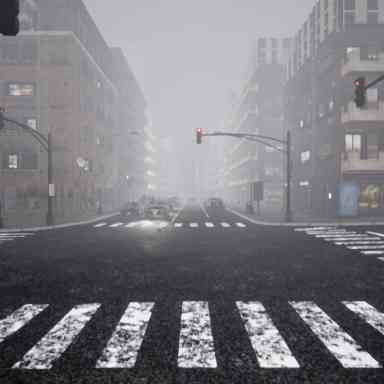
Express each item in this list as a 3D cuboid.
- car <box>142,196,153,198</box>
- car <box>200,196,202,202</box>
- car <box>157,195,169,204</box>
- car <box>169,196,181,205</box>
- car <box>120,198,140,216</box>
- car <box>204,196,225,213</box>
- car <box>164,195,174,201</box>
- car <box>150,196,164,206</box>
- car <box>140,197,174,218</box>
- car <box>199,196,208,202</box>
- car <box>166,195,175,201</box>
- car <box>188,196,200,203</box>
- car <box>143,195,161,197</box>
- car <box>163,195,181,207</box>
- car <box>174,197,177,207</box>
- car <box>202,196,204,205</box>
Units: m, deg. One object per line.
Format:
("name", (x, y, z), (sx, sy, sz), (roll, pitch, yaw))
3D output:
("car", (-5.700, 1.532, 37.643), (1.752, 1.417, 4.829), (0, 0, 0))
("car", (2.676, 1.596, 54.864), (1.802, 1.307, 4.206), (0, 0, 0))
("car", (-5.707, 1.461, 66.226), (1.967, 1.590, 4.097), (0, 0, 0))
("car", (-3.061, 1.495, 59.848), (1.882, 1.535, 5.008), (0, 0, 0))
("car", (-5.698, 1.571, 32.130), (1.947, 1.339, 4.313), (0, 0, 0))
("car", (2.680, 1.447, 37.817), (1.967, 1.590, 4.097), (0, 0, 0))
("car", (-5.712, 1.585, 83.272), (2.008, 1.369, 4.403), (0, 0, 0))
("car", (-5.704, 1.454, 54.860), (1.967, 1.590, 4.097), (0, 0, 0))
("car", (-3.099, 1.496, 30.561), (2.128, 1.511, 4.902), (0, 0, 1))
("car", (2.670, 1.581, 77.594), (2.008, 1.369, 4.403), (0, 0, 0))
("car", (-5.714, 1.590, 88.954), (2.008, 1.369, 4.403), (0, 0, 0))
("car", (0.025, 1.535, 70.545), (2.128, 1.511, 4.902), (0, 0, 0))
("car", (-5.702, 1.324, 43.495), (2.192, 1.841, 5.009), (0, 0, 0))
("car", (-3.101, 1.575, 49.838), (1.994, 1.385, 4.181), (0, 0, 0))
("car", (-3.109, 1.608, 39.861), (1.895, 1.301, 4.718), (0, 0, 0))
("car", (2.679, 1.449, 43.499), (1.967, 1.590, 4.097), (0, 0, 0))
